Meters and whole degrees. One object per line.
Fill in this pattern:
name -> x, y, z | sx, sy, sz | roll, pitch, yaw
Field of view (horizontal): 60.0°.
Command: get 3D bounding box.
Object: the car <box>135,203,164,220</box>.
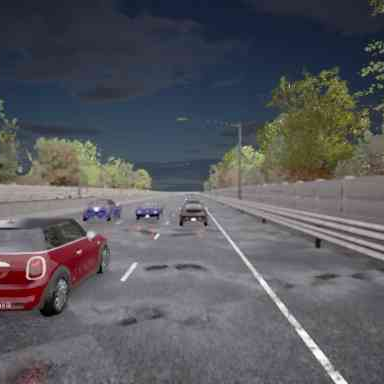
car -> -3.400, 1.555, 27.571 | 1.895, 1.301, 4.718 | 0, 0, 0

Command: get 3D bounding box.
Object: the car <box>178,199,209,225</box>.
car -> 0.101, 1.466, 23.376 | 1.837, 1.490, 4.892 | 0, 0, 0

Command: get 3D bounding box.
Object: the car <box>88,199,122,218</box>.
car -> -6.900, 1.308, 26.114 | 2.097, 1.767, 4.553 | 0, 0, 0

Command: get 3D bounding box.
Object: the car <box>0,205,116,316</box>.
car -> -3.401, 1.338, 7.638 | 2.097, 1.767, 4.553 | 0, 0, 0

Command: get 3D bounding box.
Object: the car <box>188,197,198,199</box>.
car -> 0.101, 1.440, 42.074 | 1.837, 1.490, 4.892 | 0, 0, 0
